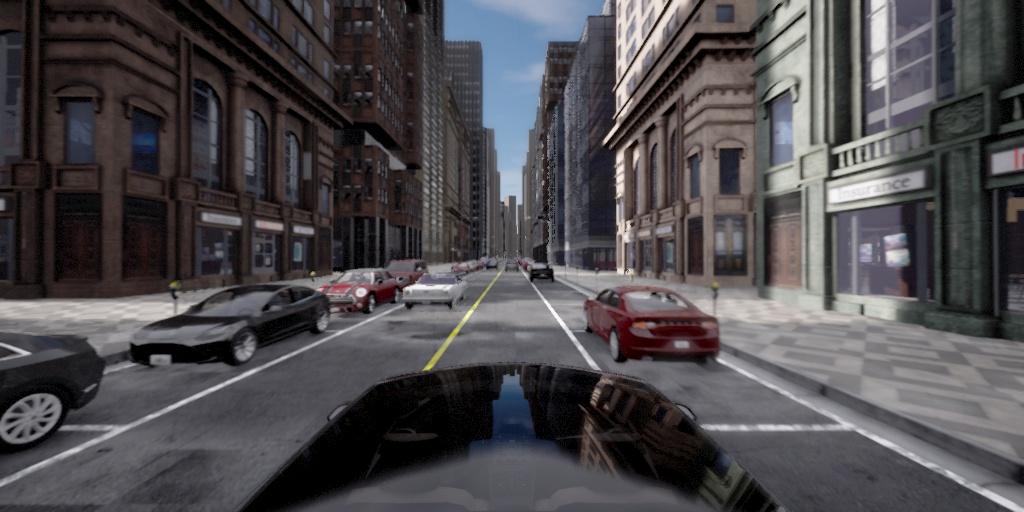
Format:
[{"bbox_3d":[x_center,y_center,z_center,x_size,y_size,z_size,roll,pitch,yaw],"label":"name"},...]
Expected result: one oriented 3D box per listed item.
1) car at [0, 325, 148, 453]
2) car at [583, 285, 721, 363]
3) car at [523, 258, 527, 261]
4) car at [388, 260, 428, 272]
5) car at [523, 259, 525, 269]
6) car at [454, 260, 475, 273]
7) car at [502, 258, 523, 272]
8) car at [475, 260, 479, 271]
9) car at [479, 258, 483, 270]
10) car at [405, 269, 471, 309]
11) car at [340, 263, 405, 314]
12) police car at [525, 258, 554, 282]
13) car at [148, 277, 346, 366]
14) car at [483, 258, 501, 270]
[{"bbox_3d":[-5.763,1.303,2.456,2.007,1.370,4.403,0,0,0],"label":"car"},{"bbox_3d":[2.762,1.313,8.065,1.888,1.381,4.507,0,0,0],"label":"car"},{"bbox_3d":[2.757,1.441,52.882,1.888,1.381,4.507,0,0,0],"label":"car"},{"bbox_3d":[-5.765,1.114,19.262,2.192,1.841,5.009,0,0,0],"label":"car"},{"bbox_3d":[2.758,1.405,47.449,1.751,1.417,4.829,0,0,0],"label":"car"},{"bbox_3d":[-5.767,1.445,41.668,1.802,1.307,4.207,0,0,0],"label":"car"},{"bbox_3d":[0.006,1.376,49.152,2.128,1.511,4.902,0,0,0],"label":"car"},{"bbox_3d":[-5.768,1.405,47.101,1.751,1.417,4.829,0,0,0],"label":"car"},{"bbox_3d":[-5.768,1.336,52.872,1.967,1.591,4.097,0,0,0],"label":"car"},{"bbox_3d":[-3.101,1.388,15.209,1.895,1.301,4.718,0,0,0],"label":"car"},{"bbox_3d":[-5.764,1.223,13.660,1.967,1.591,4.097,0,0,0],"label":"car"},{"bbox_3d":[2.363,1.254,29.867,1.930,1.638,5.238,0,0,0],"label":"police car"},{"bbox_3d":[-5.763,1.334,8.058,1.948,1.339,4.313,0,0,0],"label":"car"},{"bbox_3d":[-3.066,1.409,55.891,1.837,1.490,4.892,0,0,0],"label":"car"}]
